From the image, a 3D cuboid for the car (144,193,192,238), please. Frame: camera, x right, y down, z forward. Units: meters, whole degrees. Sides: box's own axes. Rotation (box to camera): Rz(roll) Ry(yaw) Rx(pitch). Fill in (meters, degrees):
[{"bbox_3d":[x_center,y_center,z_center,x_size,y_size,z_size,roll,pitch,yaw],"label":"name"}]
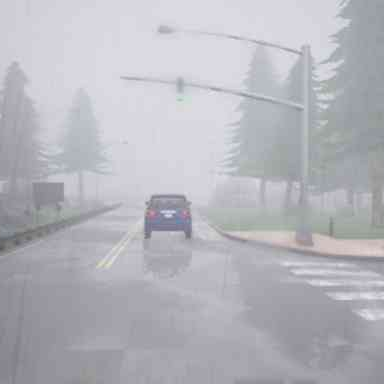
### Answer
[{"bbox_3d":[-1.190,1.072,16.773,2.150,2.045,5.566,0,0,-4],"label":"car"}]
